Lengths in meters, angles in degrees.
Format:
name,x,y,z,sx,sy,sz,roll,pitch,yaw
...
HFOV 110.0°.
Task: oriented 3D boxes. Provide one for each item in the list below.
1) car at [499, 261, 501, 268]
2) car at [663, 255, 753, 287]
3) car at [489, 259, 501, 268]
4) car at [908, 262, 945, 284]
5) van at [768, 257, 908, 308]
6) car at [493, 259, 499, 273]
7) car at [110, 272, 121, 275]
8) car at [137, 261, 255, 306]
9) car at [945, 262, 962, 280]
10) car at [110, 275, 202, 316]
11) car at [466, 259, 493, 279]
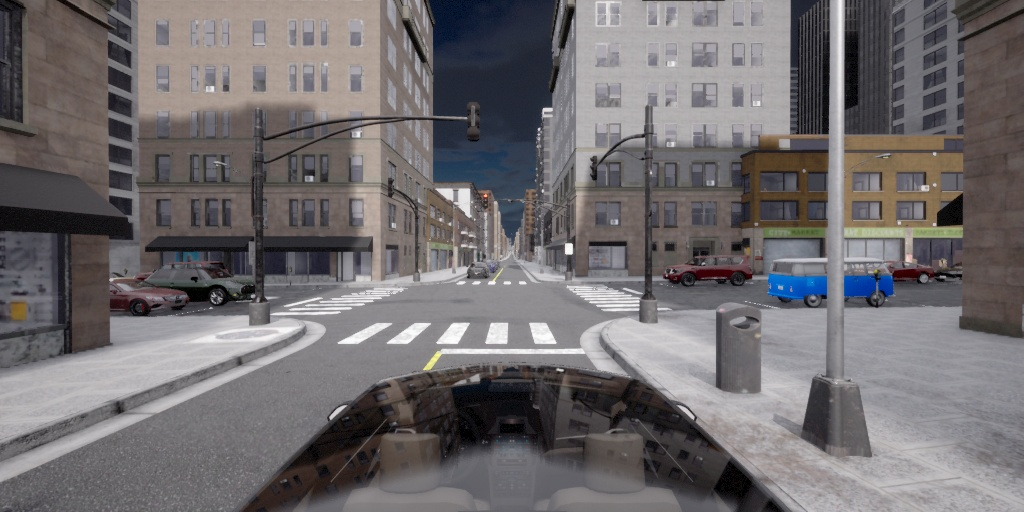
name,x,y,z,sx,sy,sz,roll,pitch,yaw
car,-3.049,1.282,53.651,1.837,1.490,4.892,0,0,0
car,12.111,0.872,22.243,5.009,1.841,2.192,0,0,0
car,-2.998,1.300,63.978,1.837,1.490,4.892,0,0,0
car,23.328,0.965,22.263,4.507,1.381,1.888,0,0,0
van,12.127,0.957,13.718,3.998,1.789,1.690,0,0,0
car,-3.058,1.116,43.503,2.097,1.767,4.553,0,0,0
car,-26.005,1.551,22.176,4.829,1.417,1.751,0,0,0
car,-13.999,1.269,16.313,4.553,1.767,2.097,-1,0,0
car,28.938,0.916,22.273,4.313,1.339,1.948,0,0,0
car,-14.810,1.527,13.670,4.207,1.307,1.802,0,0,0
car,-3.071,1.259,33.344,1.837,1.490,4.892,0,0,0
